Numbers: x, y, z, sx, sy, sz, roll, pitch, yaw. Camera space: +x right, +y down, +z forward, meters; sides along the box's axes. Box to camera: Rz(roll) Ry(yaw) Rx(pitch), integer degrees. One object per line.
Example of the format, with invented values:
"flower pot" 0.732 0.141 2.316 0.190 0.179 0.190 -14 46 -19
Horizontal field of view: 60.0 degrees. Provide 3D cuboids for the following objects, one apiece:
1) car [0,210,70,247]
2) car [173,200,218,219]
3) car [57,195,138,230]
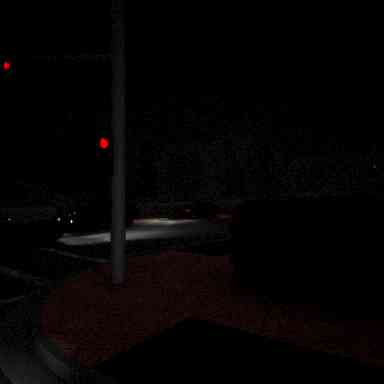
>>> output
"car" -7.683 1.601 13.244 1.895 1.301 4.718 0 0 44
"car" 0.386 1.478 29.401 1.882 1.535 5.008 0 0 39
"car" -5.979 1.221 21.385 2.150 2.045 5.566 0 0 38
